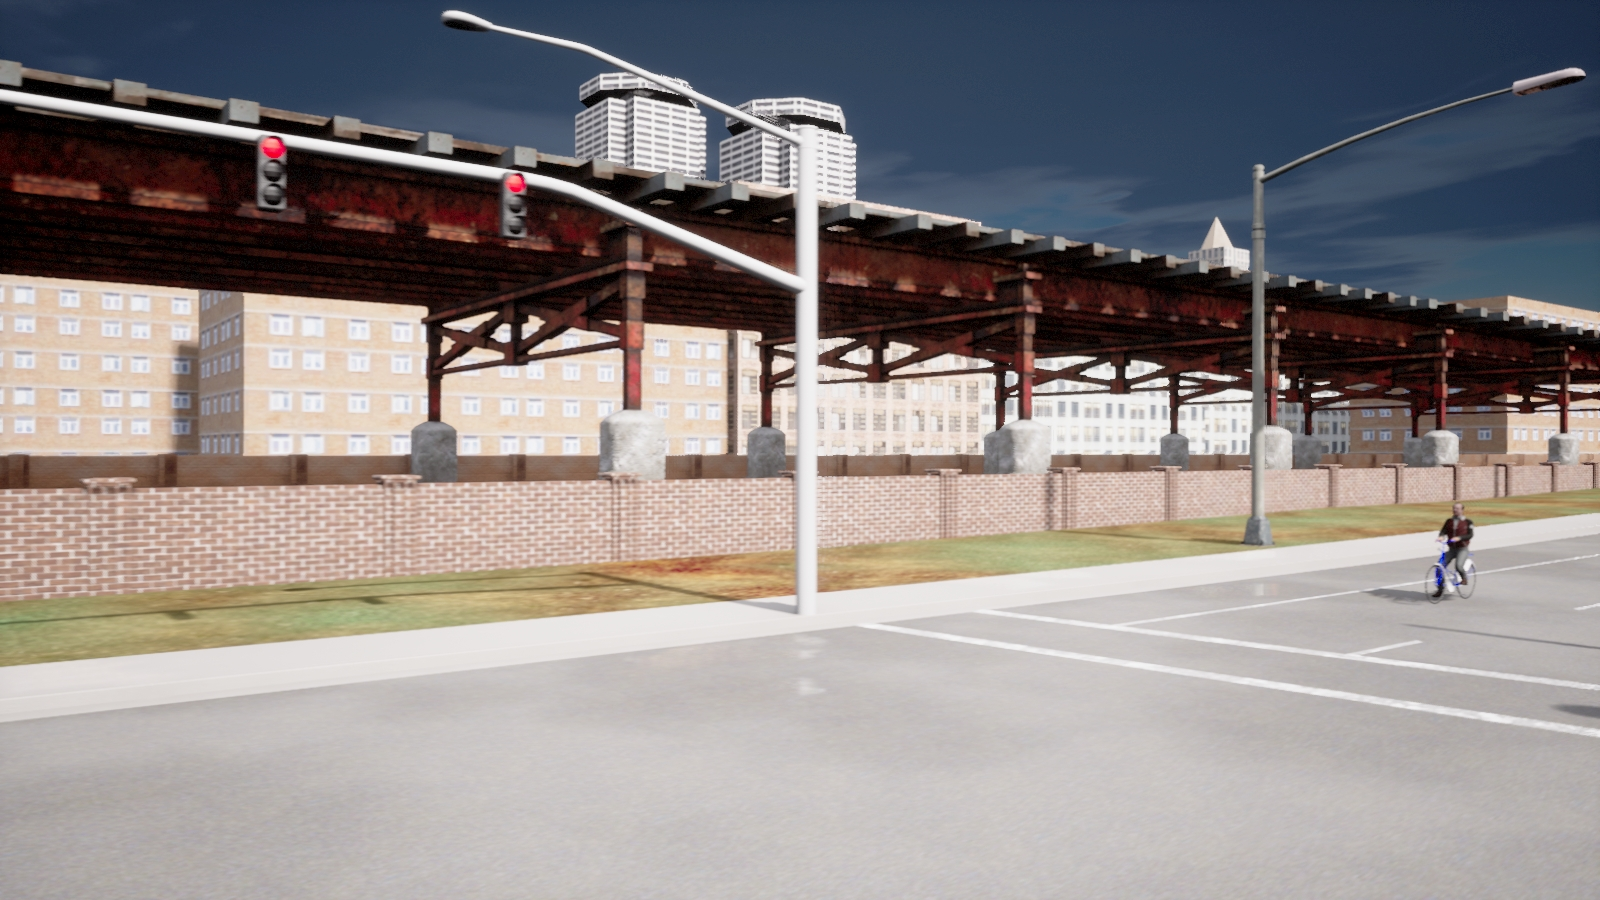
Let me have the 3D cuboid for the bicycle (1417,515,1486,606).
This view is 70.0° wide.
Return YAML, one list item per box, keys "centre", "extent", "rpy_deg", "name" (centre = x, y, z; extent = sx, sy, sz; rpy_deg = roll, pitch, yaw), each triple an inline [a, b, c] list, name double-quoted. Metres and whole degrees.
- centre: [11.701, 1.961, 20.509]
  extent: [1.835, 1.496, 0.329]
  rpy_deg: [0, 0, -35]
  name: "bicycle"
